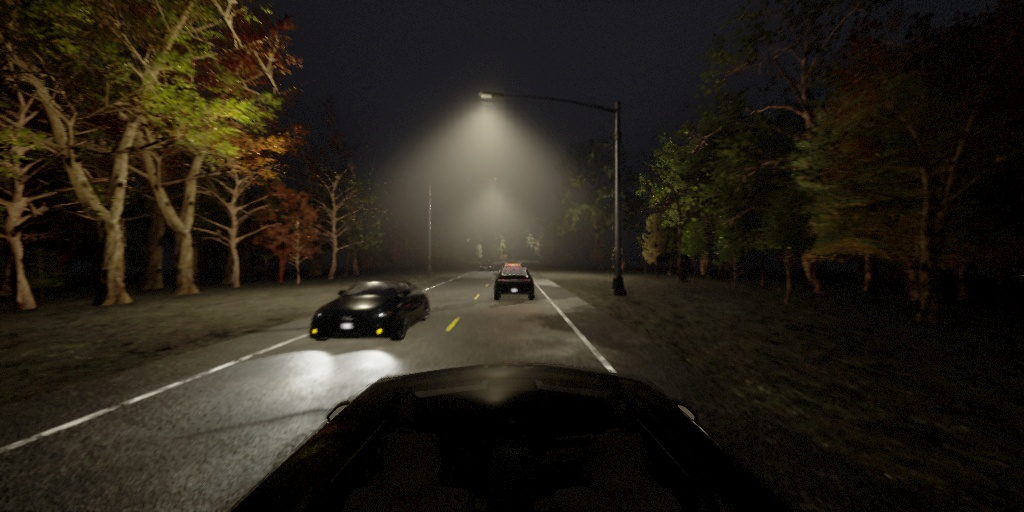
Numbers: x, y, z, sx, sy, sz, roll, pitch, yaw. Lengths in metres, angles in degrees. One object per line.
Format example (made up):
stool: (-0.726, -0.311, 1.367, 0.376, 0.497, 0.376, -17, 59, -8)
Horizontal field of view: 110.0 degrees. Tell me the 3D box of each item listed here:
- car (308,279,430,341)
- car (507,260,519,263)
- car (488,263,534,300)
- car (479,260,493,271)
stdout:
car: (-3.596, 1.336, 9.793, 1.994, 1.385, 4.181, 0, 0, 0)
car: (0.101, 1.222, 44.583, 2.097, 1.767, 4.553, 0, 0, 0)
car: (0.102, 1.288, 18.137, 2.128, 1.511, 4.902, 0, 0, 0)
car: (-3.544, 1.394, 51.057, 1.837, 1.490, 4.892, 0, 0, 0)
